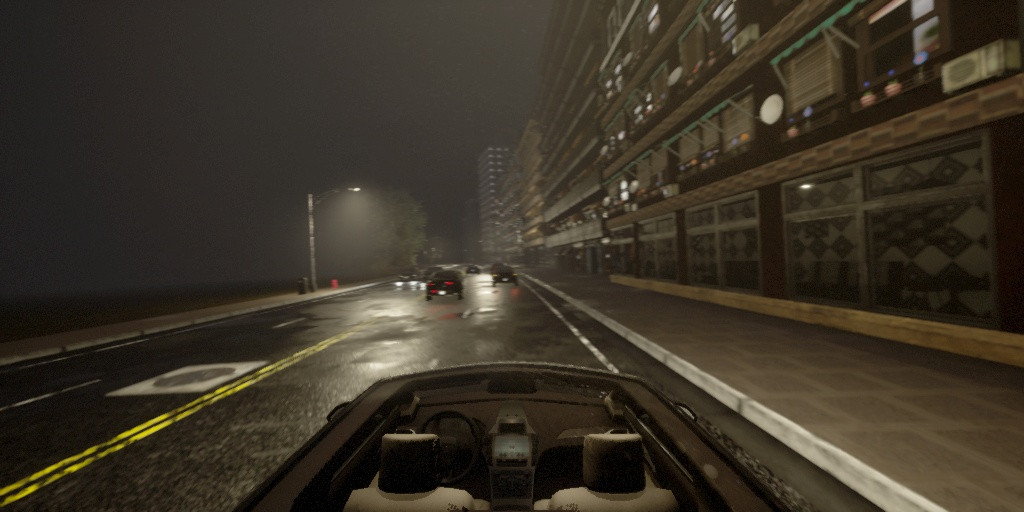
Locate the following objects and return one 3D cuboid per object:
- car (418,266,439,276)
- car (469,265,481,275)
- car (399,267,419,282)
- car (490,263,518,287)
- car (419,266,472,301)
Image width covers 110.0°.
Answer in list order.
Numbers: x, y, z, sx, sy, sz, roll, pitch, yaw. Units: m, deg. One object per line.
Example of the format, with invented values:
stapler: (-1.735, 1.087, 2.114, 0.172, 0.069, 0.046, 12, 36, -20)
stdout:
car: (-7.806, 1.819, 36.523, 1.882, 1.535, 5.008, -3, 0, -4)
car: (-5.195, 1.852, 47.964, 1.994, 1.385, 4.181, -3, 0, -5)
car: (-11.292, 2.034, 40.087, 1.837, 1.490, 4.892, -3, 0, -4)
car: (-0.580, 1.460, 27.035, 1.812, 1.442, 4.674, -3, 0, -3)
car: (-3.482, 1.533, 19.712, 1.837, 1.490, 4.892, -3, 0, -2)
